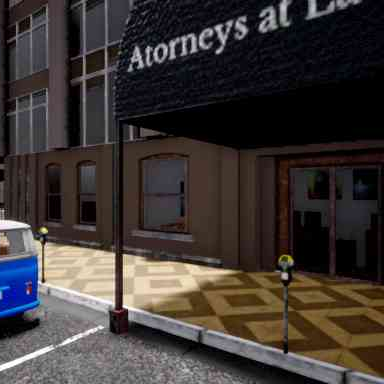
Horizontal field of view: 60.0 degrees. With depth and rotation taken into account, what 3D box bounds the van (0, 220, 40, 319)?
[{"bbox_3d":[-4.484,1.341,6.066,3.998,1.788,1.690,0,0,35],"label":"van"}]
